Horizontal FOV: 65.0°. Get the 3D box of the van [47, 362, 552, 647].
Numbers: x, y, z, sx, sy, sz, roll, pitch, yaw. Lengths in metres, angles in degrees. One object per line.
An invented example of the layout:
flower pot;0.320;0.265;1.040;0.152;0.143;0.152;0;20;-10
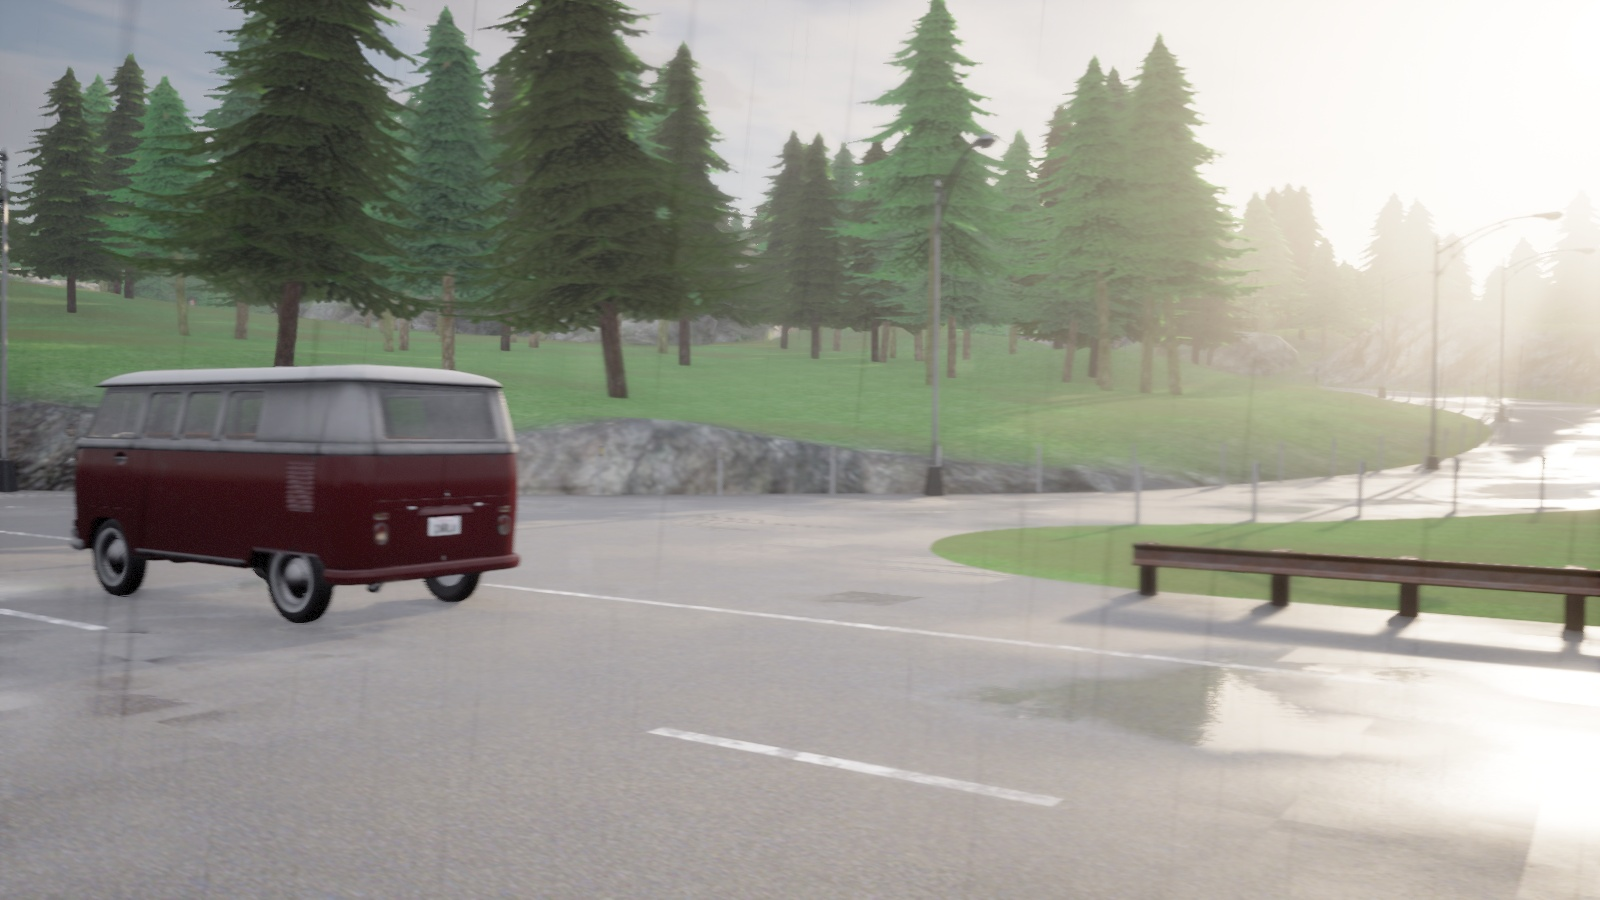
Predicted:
van;-4.371;0.363;10.724;4.442;1.987;1.775;0;1;34
